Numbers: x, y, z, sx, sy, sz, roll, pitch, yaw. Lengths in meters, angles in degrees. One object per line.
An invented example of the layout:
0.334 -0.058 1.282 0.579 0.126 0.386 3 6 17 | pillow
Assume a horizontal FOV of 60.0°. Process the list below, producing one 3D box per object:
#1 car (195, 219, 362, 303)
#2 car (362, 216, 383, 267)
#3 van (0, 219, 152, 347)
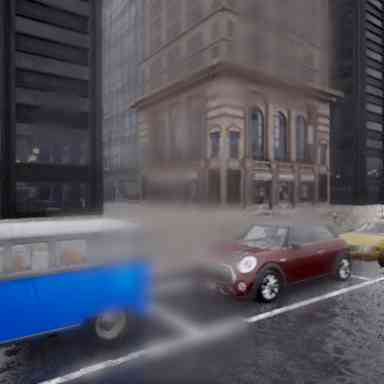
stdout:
2.034 1.435 8.101 4.097 1.590 1.967 0 0 -35 | car
6.488 1.517 11.278 4.829 1.417 1.752 0 0 -35 | car
-2.558 1.341 4.826 3.998 1.788 1.690 0 0 -35 | van
